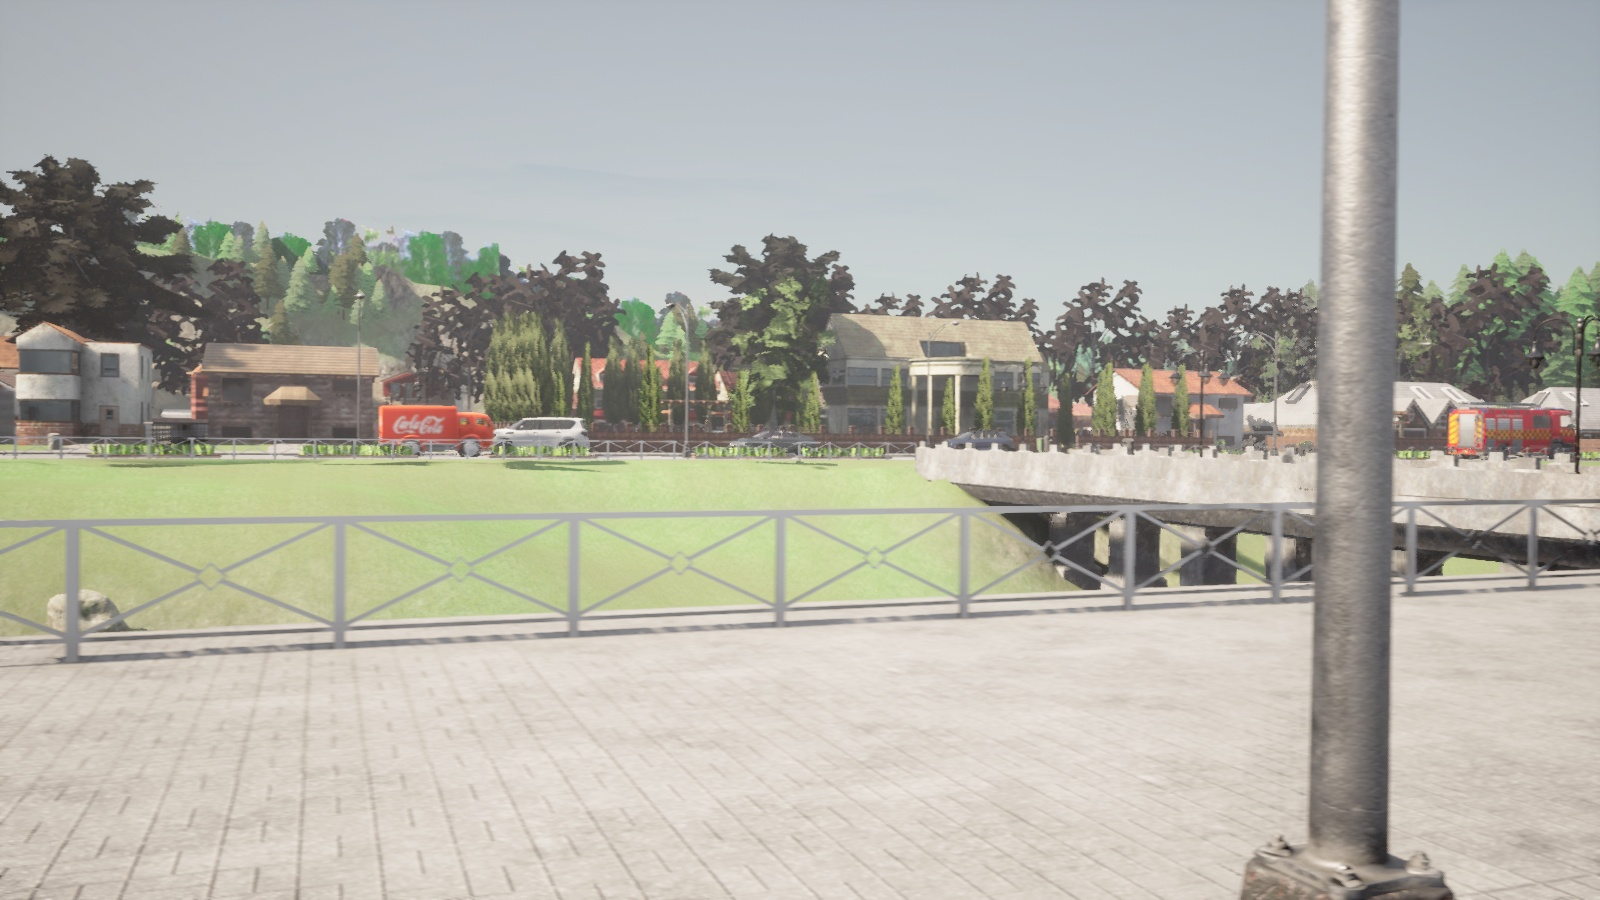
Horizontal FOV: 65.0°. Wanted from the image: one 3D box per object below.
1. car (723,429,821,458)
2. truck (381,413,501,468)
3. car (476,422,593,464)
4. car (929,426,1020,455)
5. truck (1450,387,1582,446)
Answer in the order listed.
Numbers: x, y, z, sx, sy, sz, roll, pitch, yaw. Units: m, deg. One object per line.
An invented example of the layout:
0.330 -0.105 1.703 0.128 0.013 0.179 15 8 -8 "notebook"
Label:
-1.545 -0.354 69.167 4.902 1.511 2.128 -1 1 -21 "car"
-16.894 -0.467 59.059 5.204 2.467 2.627 -1 1 -21 "truck"
-13.647 -0.386 64.572 5.566 2.045 2.150 -1 1 -21 "car"
10.228 -0.581 73.633 4.856 1.649 2.033 -1 1 -21 "car"
47.652 -2.241 83.540 8.468 3.827 2.891 -1 1 -21 "truck"
